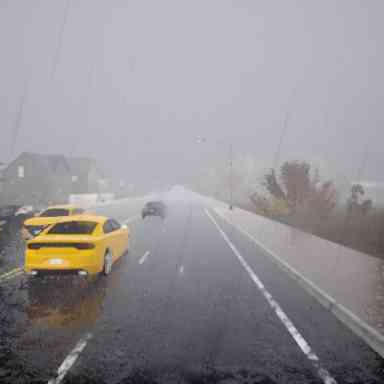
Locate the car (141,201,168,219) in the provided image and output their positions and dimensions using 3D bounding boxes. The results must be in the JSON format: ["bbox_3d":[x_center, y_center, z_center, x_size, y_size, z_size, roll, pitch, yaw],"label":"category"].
[{"bbox_3d":[-3.136,1.474,28.514,2.033,1.411,5.357,0,0,0],"label":"car"}]

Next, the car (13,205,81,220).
[{"bbox_3d":[-6.541,1.439,16.669,1.882,1.535,5.008,0,0,0],"label":"car"}]

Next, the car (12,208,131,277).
[{"bbox_3d":[-3.144,1.454,10.182,1.882,1.535,5.008,0,0,0],"label":"car"}]

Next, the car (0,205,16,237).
[{"bbox_3d":[-9.783,1.450,18.025,2.128,1.511,4.902,0,0,1],"label":"car"}]
